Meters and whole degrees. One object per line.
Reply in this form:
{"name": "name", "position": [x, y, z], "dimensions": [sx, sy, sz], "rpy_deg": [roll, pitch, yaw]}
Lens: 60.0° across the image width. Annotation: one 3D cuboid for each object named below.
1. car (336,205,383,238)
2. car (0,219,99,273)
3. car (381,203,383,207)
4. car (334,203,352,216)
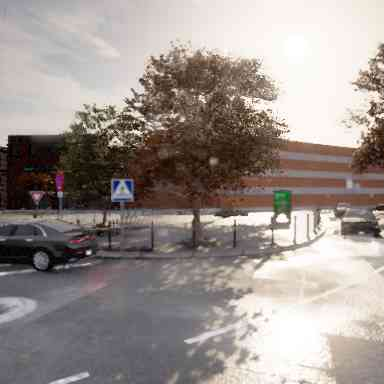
{"name": "car", "position": [9.484, 1.662, 18.909], "dimensions": [2.033, 1.411, 5.357], "rpy_deg": [-1, -1, 25]}
{"name": "car", "position": [-5.515, 1.672, 11.060], "dimensions": [4.892, 1.490, 1.837], "rpy_deg": [-1, 0, 17]}
{"name": "car", "position": [27.831, 1.940, 44.137], "dimensions": [4.902, 1.511, 2.128], "rpy_deg": [1, -1, -32]}
{"name": "car", "position": [15.555, 1.840, 33.865], "dimensions": [2.033, 1.411, 5.357], "rpy_deg": [0, -1, 20]}
